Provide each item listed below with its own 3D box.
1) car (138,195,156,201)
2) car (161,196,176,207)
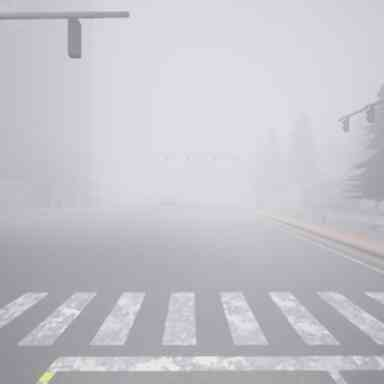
[{"bbox_3d":[-9.765,1.286,72.592,1.895,1.301,4.718,0,0,-39],"label":"car"},{"bbox_3d":[-3.401,1.314,48.122,1.882,1.535,5.008,0,2,2],"label":"car"}]
